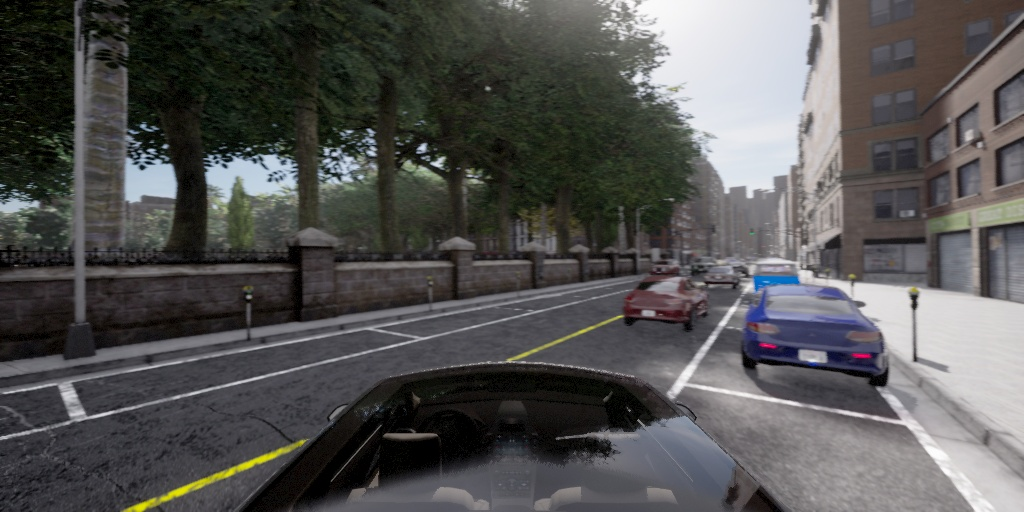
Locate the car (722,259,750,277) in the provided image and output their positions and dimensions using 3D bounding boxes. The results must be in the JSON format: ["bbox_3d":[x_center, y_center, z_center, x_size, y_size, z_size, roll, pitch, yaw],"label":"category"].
[{"bbox_3d":[22.910,1.319,36.365,1.837,1.490,4.892,-1,-1,36],"label":"car"}]

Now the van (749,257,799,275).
[{"bbox_3d":[12.024,1.094,16.346,1.690,1.789,3.998,0,0,36],"label":"van"}]

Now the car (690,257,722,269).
[{"bbox_3d":[20.713,1.087,38.528,2.150,2.045,5.566,-1,-1,36],"label":"car"}]

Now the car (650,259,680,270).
[{"bbox_3d":[15.010,1.220,35.074,2.192,1.841,5.009,0,0,36],"label":"car"}]

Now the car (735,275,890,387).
[{"bbox_3d":[5.619,1.262,6.974,1.812,1.442,4.674,-1,-1,36],"label":"car"}]

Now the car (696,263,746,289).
[{"bbox_3d":[13.921,1.351,23.714,2.033,1.411,5.357,-1,-1,35],"label":"car"}]

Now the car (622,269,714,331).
[{"bbox_3d":[4.885,1.315,11.185,1.812,1.442,4.674,-1,-1,36],"label":"car"}]
